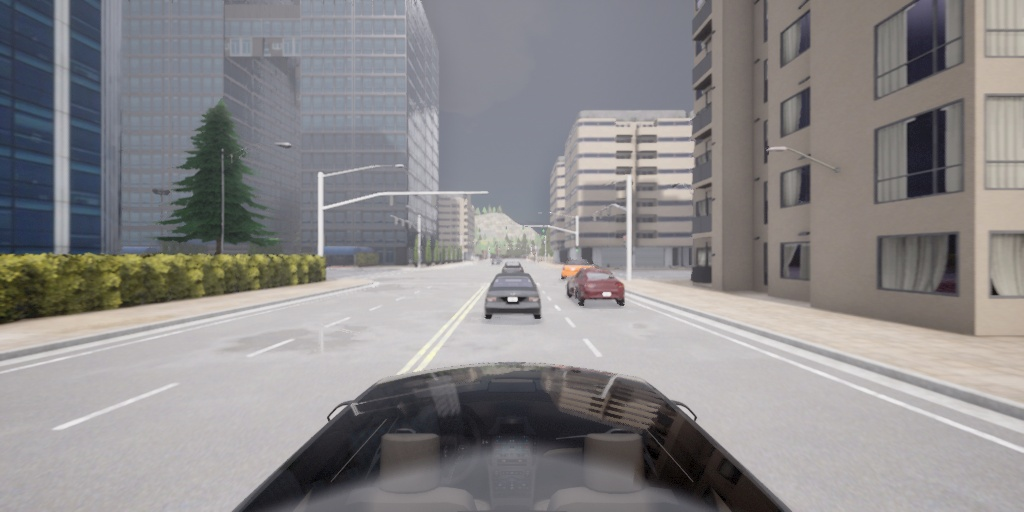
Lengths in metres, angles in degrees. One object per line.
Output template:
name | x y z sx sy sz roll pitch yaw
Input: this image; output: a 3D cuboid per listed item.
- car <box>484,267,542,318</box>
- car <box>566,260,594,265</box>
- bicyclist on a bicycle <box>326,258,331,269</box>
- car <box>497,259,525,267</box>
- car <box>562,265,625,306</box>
car | 0.043 1.297 12.869 2.033 1.411 5.357 0 0 1
car | 5.911 1.100 30.765 2.097 1.767 4.553 0 0 27
bicyclist on a bicycle | -26.635 1.050 51.970 0.582 1.620 1.656 0 0 -1
car | 0.076 1.241 31.612 2.128 1.511 4.902 0 0 0
car | 3.567 1.275 15.753 1.812 1.442 4.674 0 0 0
